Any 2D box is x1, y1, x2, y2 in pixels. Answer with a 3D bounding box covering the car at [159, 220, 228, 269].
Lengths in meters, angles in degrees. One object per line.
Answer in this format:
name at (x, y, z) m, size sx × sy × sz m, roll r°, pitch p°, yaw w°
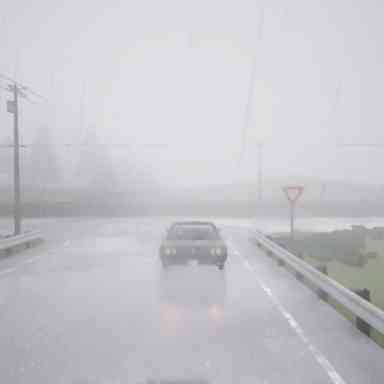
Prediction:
car at (0.048, 1.602, 11.167) m, size 1.895 × 1.301 × 4.718 m, roll 0°, pitch 0°, yaw 0°
